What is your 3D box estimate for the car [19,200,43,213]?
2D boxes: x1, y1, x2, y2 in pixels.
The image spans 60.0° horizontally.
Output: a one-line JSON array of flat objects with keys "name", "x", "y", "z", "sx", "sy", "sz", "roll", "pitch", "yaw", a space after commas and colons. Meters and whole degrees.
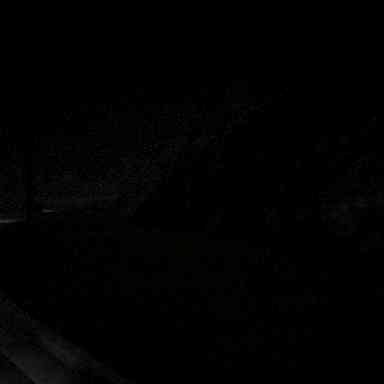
[{"name": "car", "x": -19.105, "y": 1.695, "z": 39.530, "sx": 1.812, "sy": 1.442, "sz": 4.674, "roll": 0, "pitch": 0, "yaw": -13}]
